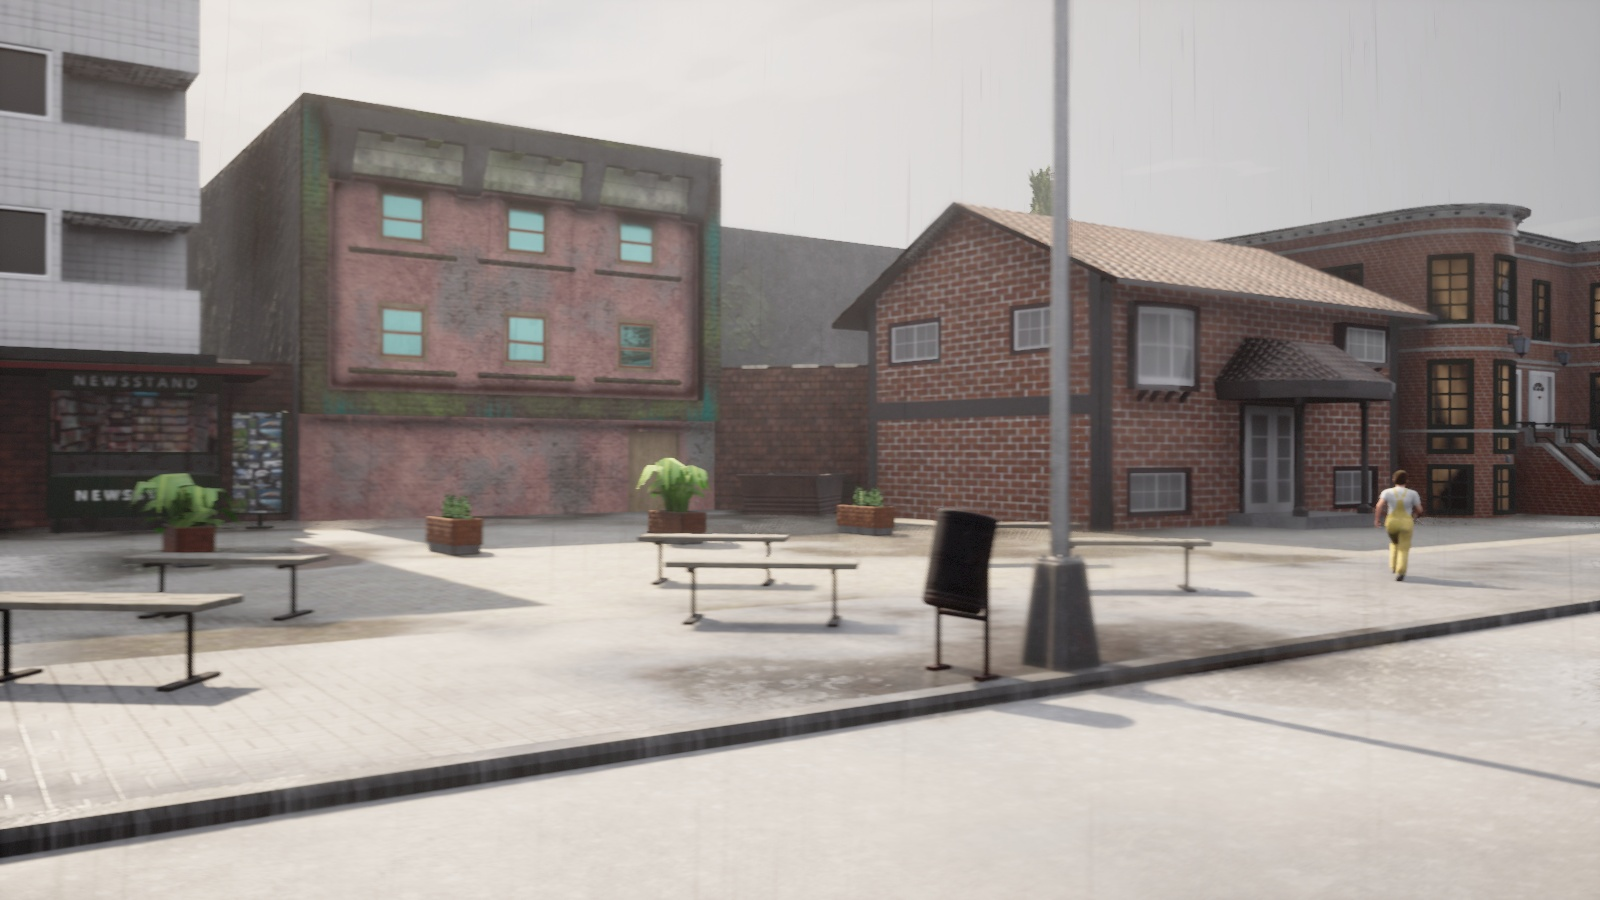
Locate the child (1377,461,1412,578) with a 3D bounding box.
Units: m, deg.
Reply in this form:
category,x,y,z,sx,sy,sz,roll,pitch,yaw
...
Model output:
category,x,y,z,sx,sy,sz,roll,pitch,yaw
child,6.577,0.755,13.886,0.270,1.263,0.437,0,0,35
